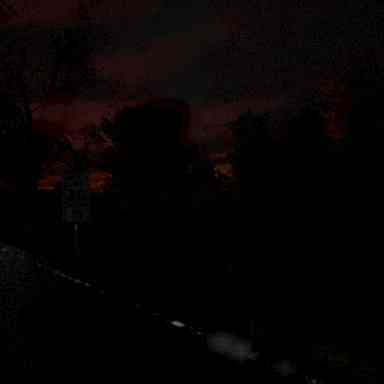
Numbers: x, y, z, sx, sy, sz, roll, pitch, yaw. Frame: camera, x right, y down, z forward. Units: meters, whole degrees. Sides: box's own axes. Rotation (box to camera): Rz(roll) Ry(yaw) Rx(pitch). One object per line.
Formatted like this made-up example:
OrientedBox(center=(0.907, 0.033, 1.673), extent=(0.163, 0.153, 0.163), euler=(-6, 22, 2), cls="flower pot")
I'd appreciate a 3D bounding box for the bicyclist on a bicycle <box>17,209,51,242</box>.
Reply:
OrientedBox(center=(-7.923, 1.676, 16.734), extent=(1.656, 1.620, 0.582), euler=(-1, 0, -42), cls="bicyclist on a bicycle")
